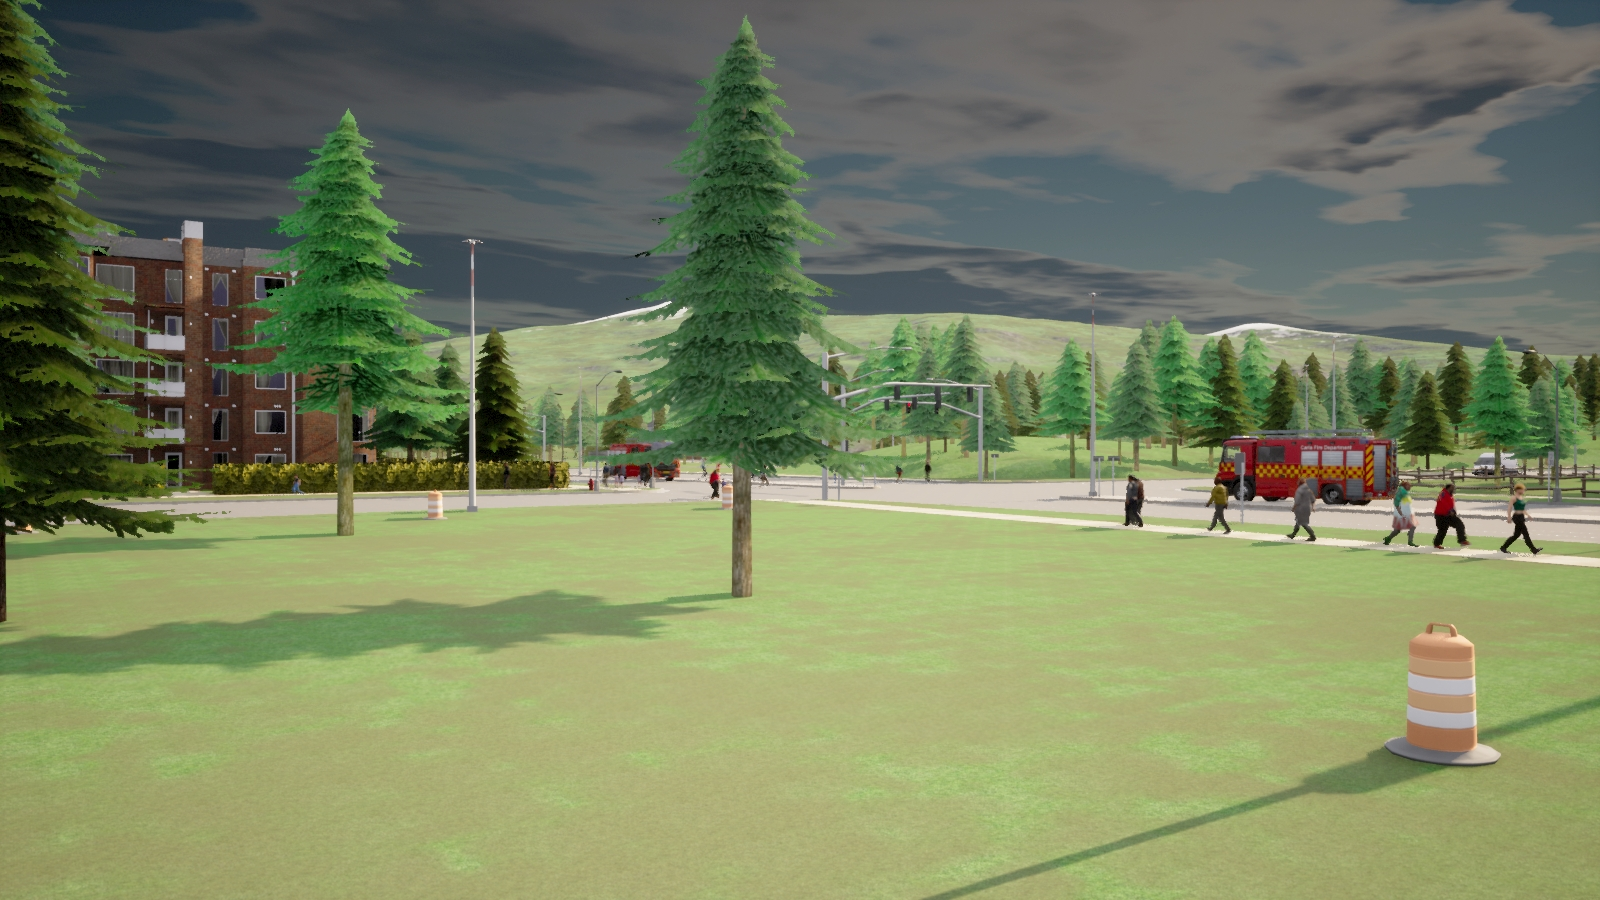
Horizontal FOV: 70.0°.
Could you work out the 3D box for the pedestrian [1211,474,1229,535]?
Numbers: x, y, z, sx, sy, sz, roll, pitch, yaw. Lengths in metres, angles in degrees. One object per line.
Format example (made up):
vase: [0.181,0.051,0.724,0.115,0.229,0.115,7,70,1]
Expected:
pedestrian: [13.094,1.696,35.611,0.375,1.860,0.375,0,0,-29]

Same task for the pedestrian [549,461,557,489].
pedestrian: [-16.497,1.696,76.401,0.375,1.860,0.375,0,0,-39]

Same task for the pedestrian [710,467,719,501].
pedestrian: [-4.783,1.901,63.978,0.375,1.860,0.375,0,0,-37]

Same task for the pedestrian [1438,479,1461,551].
pedestrian: [17.097,1.696,30.084,0.375,1.860,0.375,0,0,-30]

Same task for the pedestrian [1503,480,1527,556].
pedestrian: [17.910,1.696,28.628,0.375,1.860,0.375,0,0,-29]

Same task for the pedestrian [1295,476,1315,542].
pedestrian: [14.574,1.696,32.971,0.375,1.860,0.375,0,0,-29]

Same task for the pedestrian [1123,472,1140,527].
pedestrian: [11.311,1.696,38.981,0.375,1.860,0.375,0,0,-34]

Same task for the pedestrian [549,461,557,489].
pedestrian: [-16.682,1.696,77.020,0.375,1.860,0.375,0,0,33]

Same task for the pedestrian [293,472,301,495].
pedestrian: [-29.670,1.976,67.426,0.375,1.300,0.375,0,0,-36]

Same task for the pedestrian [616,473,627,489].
pedestrian: [-12.050,2.076,77.065,0.500,1.100,0.500,0,0,-41]

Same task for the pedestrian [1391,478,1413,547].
pedestrian: [16.446,1.697,31.219,0.375,1.860,0.375,0,0,-31]

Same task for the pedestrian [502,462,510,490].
pedestrian: [-19.169,1.696,74.550,0.375,1.860,0.375,0,0,-35]

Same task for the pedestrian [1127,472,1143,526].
pedestrian: [11.587,1.696,39.556,0.375,1.860,0.375,0,0,-30]

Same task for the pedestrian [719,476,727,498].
pedestrian: [-4.595,2.202,68.250,0.375,1.300,0.375,0,0,-30]

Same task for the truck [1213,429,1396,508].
truck: [26.071,0.890,59.482,2.891,3.827,8.468,0,0,-34]
